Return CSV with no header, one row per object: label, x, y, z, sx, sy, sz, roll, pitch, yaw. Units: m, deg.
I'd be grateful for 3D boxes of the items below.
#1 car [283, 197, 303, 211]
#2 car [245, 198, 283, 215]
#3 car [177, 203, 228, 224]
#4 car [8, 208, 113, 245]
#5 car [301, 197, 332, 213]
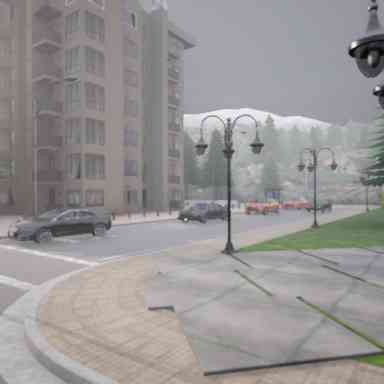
car,13.145,1.395,42.297,2.097,1.767,4.553,0,0,37
car,7.274,1.396,34.293,2.097,1.767,4.553,0,0,37
car,1.091,1.592,25.860,2.033,1.411,5.357,0,0,35
car,-6.186,1.539,16.158,2.128,1.511,4.902,0,0,39
car,14.530,1.575,37.986,2.033,1.411,5.357,0,0,35
